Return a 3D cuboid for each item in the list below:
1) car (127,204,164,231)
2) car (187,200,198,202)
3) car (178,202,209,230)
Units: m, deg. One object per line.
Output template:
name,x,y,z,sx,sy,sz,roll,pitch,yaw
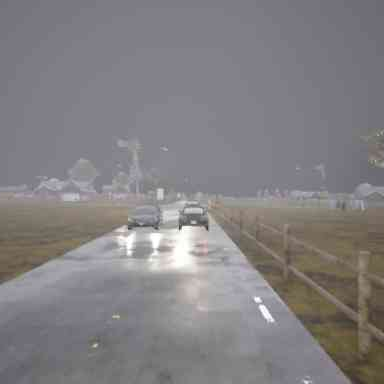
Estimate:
car,-2.855,1.554,21.127,1.837,1.490,4.892,0,0,0
car,0.087,1.692,38.995,1.812,1.442,4.674,0,-1,0
car,0.094,1.576,21.287,1.812,1.442,4.674,0,0,0
